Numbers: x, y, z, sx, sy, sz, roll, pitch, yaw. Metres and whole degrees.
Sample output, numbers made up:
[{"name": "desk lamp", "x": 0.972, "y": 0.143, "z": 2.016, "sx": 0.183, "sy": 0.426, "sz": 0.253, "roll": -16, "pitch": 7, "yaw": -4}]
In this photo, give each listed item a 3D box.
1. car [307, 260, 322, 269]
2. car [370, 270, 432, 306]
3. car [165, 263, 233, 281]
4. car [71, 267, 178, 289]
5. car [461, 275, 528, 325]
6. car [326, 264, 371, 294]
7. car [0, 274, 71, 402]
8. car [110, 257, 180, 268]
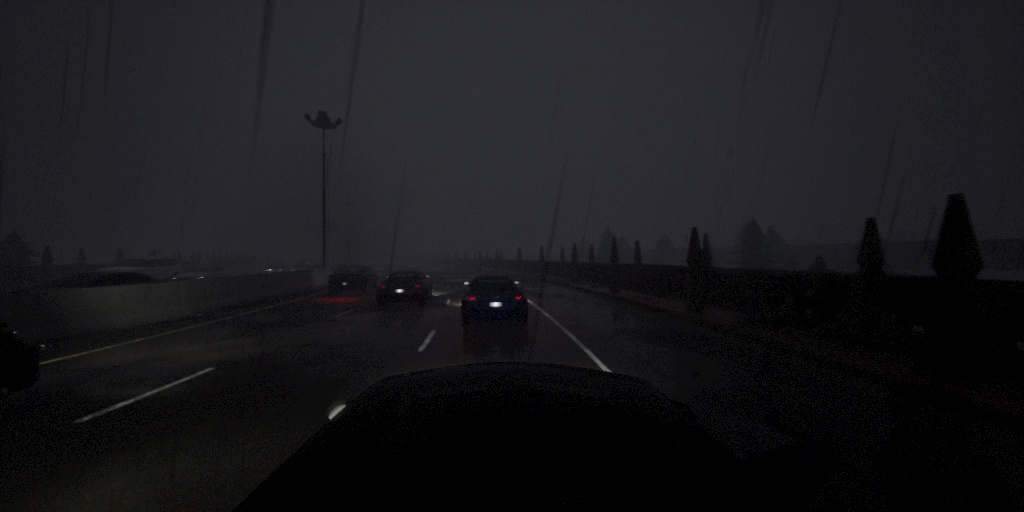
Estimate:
[{"name": "car", "x": -27.482, "y": 1.461, "z": 51.096, "sx": 1.895, "sy": 1.301, "sz": 4.718, "roll": 0, "pitch": 0, "yaw": -23}, {"name": "car", "x": -4.694, "y": 1.334, "z": 16.020, "sx": 1.994, "sy": 1.385, "sz": 4.181, "roll": 0, "pitch": 0, "yaw": -8}, {"name": "car", "x": -20.857, "y": 1.359, "z": 24.419, "sx": 1.812, "sy": 1.442, "sz": 4.674, "roll": 0, "pitch": 0, "yaw": -16}, {"name": "car", "x": -14.998, "y": 1.314, "z": 12.805, "sx": 1.837, "sy": 1.490, "sz": 4.892, "roll": 0, "pitch": 0, "yaw": -8}, {"name": "car", "x": -0.657, "y": 1.317, "z": 11.972, "sx": 1.994, "sy": 1.385, "sz": 4.181, "roll": 0, "pitch": 0, "yaw": -6}, {"name": "car", "x": -9.042, "y": 1.264, "z": 20.763, "sx": 1.882, "sy": 1.535, "sz": 5.008, "roll": 0, "pitch": 0, "yaw": -11}, {"name": "car", "x": -7.000, "y": 0.999, "z": 2.019, "sx": 2.150, "sy": 2.045, "sz": 5.566, "roll": 0, "pitch": 0, "yaw": -1}, {"name": "car", "x": -24.218, "y": 1.071, "z": 23.548, "sx": 2.150, "sy": 2.045, "sz": 5.566, "roll": 0, "pitch": -1, "yaw": -16}]
